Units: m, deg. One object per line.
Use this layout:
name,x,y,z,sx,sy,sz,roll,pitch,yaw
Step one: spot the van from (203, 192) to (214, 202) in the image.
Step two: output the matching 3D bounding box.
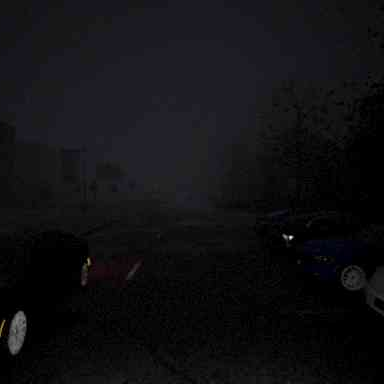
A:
van,4.771,0.991,62.922,4.442,1.987,1.878,0,-1,-1

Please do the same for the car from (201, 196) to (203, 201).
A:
car,5.048,1.244,65.716,5.366,1.575,1.946,0,-1,0

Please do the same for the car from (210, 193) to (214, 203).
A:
car,5.040,1.248,42.127,4.674,1.452,2.002,0,0,0

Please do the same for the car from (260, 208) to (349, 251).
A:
car,5.078,1.407,11.345,4.892,1.521,2.231,0,0,0

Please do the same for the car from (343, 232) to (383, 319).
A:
car,5.082,1.488,4.924,4.674,1.452,2.002,0,0,0

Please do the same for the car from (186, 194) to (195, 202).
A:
car,-0.288,1.396,72.083,2.033,1.411,5.357,0,-1,-1

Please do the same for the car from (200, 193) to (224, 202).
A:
car,4.688,1.251,79.556,5.566,2.045,2.435,0,-1,-1

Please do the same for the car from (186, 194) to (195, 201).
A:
car,-0.407,1.359,82.472,2.097,1.767,4.553,0,-2,2

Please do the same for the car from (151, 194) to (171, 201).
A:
car,-7.549,1.420,81.558,4.553,1.767,2.185,0,-1,-1

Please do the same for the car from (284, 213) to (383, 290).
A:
car,5.090,1.427,8.072,5.008,1.535,2.097,0,0,0

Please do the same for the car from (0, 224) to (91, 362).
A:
car,-3.288,1.438,5.998,1.882,1.535,5.008,0,0,-2

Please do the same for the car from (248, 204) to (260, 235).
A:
car,5.081,1.425,14.621,4.674,1.452,2.002,0,0,0

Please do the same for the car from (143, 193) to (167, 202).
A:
car,-7.381,1.124,66.380,4.553,1.767,2.185,0,-1,-1

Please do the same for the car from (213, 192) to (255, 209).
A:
car,5.113,1.101,38.956,4.553,1.767,2.185,0,0,0

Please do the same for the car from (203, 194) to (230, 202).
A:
car,5.025,1.278,68.377,5.366,1.575,1.946,0,-1,-1

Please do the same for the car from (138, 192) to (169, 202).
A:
car,-7.571,1.215,63.459,5.366,1.575,1.946,0,-1,-1
